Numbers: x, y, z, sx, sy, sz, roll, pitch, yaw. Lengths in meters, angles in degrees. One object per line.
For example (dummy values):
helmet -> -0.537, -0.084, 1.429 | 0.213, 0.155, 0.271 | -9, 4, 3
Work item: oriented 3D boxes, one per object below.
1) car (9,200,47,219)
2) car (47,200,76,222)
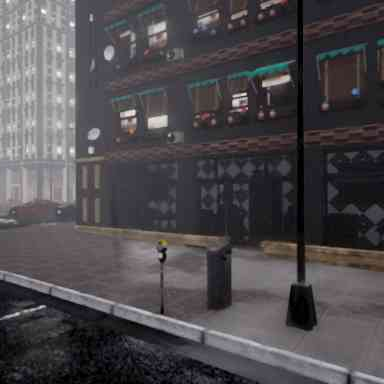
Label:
car -> -11.956, 1.284, 26.043 | 1.994, 1.385, 4.181 | 0, 1, 35
car -> -7.194, 1.264, 22.729 | 1.947, 1.339, 4.313 | 1, 1, 35
